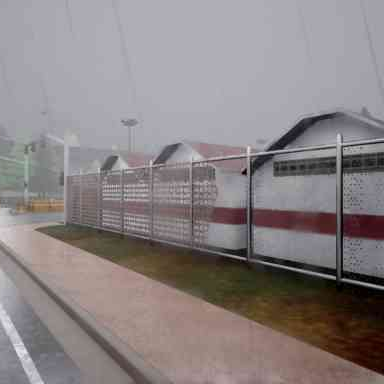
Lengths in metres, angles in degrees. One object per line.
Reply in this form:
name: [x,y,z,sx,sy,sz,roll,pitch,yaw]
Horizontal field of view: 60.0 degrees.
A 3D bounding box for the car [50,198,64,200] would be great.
car: [-17.244,1.505,42.245,4.892,1.490,1.837,0,0,-39]
